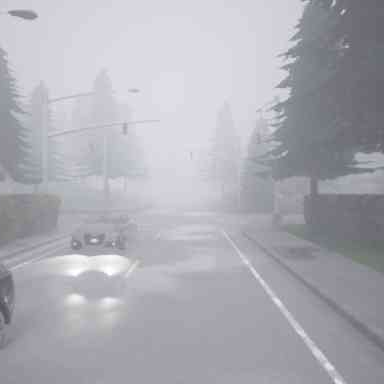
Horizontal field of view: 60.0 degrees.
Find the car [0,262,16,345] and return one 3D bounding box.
[{"bbox_3d":[-3.587,1.492,3.074,2.128,1.511,4.902,0,0,0],"label":"car"}]

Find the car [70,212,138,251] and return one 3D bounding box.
[{"bbox_3d":[-3.516,1.562,14.009,1.994,1.385,4.181,0,0,1],"label":"car"}]
